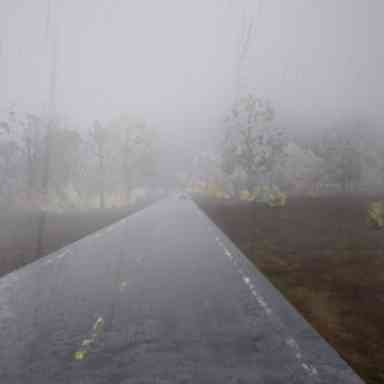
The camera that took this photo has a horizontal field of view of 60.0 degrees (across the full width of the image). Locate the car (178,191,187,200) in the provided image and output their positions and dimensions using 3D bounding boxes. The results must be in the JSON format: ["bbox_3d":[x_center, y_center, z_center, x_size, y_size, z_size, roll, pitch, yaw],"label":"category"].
[{"bbox_3d":[-2.124,1.072,79.045,2.033,1.411,5.357,-2,0,-2],"label":"car"}]
